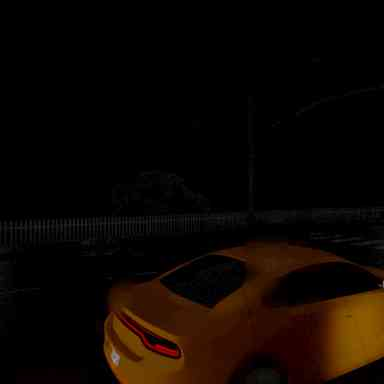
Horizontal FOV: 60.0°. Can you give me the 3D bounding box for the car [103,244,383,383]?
[{"bbox_3d":[1.377,1.478,4.560,5.008,1.535,1.882,0,0,-30],"label":"car"}]
